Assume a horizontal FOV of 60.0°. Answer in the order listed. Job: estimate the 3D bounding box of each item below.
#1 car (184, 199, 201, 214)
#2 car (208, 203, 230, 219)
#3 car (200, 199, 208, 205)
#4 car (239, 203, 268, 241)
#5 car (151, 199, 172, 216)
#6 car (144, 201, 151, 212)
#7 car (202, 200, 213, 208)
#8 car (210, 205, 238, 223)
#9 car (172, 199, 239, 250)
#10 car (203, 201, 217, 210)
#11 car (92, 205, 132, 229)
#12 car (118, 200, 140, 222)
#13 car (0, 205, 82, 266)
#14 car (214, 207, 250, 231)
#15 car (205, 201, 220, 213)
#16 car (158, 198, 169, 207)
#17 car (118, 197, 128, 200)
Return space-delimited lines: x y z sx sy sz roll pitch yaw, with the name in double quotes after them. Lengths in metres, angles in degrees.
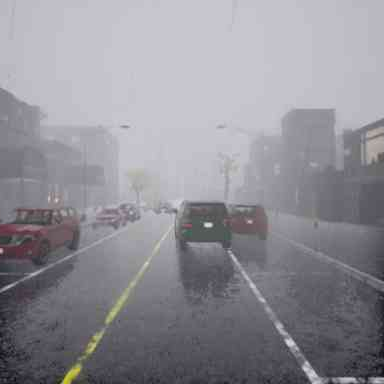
0.092 1.791 42.478 2.097 1.767 4.553 0 0 0 "car"
2.699 1.895 34.115 1.887 1.381 4.507 0 -1 0 "car"
2.813 2.372 79.118 1.887 1.381 4.507 0 -1 0 "car"
2.697 1.497 17.825 2.192 1.841 5.009 0 -1 0 "car"
-3.101 1.884 38.160 2.128 1.511 4.902 0 -1 0 "car"
-5.760 2.009 46.962 1.752 1.417 4.829 1 -1 0 "car"
2.817 2.199 61.116 1.947 1.339 4.313 0 -1 0 "car"
2.693 1.862 28.888 1.947 1.339 4.313 0 -1 0 "car"
0.381 1.379 15.372 2.150 2.045 5.566 0 0 -5 "car"
2.789 2.104 53.571 2.008 1.369 4.403 0 -1 0 "car"
-5.687 1.821 23.355 1.802 1.307 4.206 1 -1 0 "car"
-5.686 1.737 28.889 1.967 1.590 4.097 1 -1 0 "car"
-5.682 1.441 12.293 2.192 1.841 5.009 1 -1 0 "car"
2.694 1.805 23.355 1.947 1.339 4.313 0 -1 0 "car"
2.751 1.992 45.351 1.752 1.417 4.829 0 -1 0 "car"
-5.823 2.158 69.016 1.967 1.590 4.097 0 -1 0 "car"
-20.012 2.134 92.454 4.507 1.381 1.887 1 -2 -1 "car"
